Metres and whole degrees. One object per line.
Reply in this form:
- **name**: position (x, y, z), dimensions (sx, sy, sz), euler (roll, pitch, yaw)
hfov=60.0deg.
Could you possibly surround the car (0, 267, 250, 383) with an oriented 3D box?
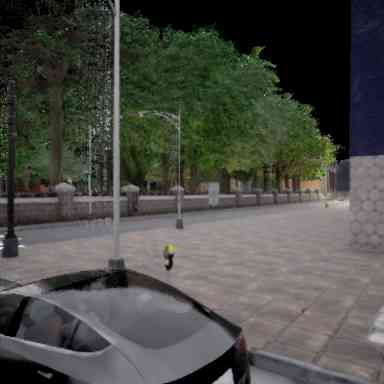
- **car**: position (-1.454, 1.593, 3.837), dimensions (4.313, 1.339, 1.947), euler (-1, 0, 36)
